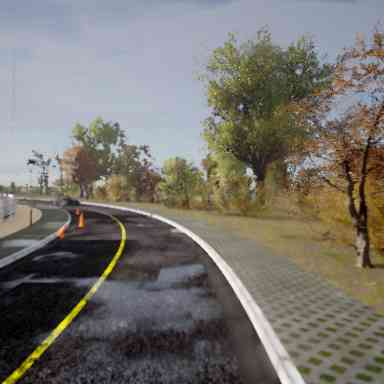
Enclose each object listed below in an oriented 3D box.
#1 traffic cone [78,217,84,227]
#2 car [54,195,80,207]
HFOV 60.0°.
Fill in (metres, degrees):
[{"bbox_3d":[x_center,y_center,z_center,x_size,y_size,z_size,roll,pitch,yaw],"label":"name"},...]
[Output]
[{"bbox_3d":[-6.944,1.862,20.887,0.340,0.580,0.340,0,1,-16],"label":"traffic cone"},{"bbox_3d":[-15.794,1.121,41.919,1.994,1.385,4.181,0,1,-44],"label":"car"}]
